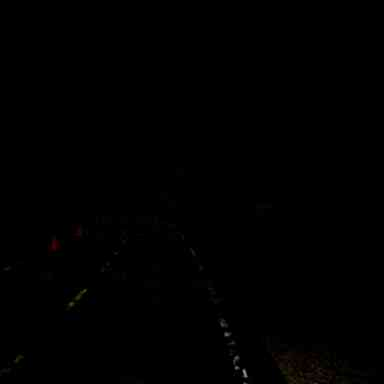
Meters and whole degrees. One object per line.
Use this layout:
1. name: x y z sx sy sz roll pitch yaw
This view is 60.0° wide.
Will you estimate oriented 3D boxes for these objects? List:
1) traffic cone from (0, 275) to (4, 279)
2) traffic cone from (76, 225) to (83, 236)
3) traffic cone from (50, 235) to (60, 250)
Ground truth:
1. traffic cone: -5.335 2.064 9.026 0.340 0.580 0.340 0 -1 -4
2. traffic cone: -6.347 2.169 18.790 0.340 0.580 0.340 0 -1 -8
3. traffic cone: -5.759 2.116 13.916 0.340 0.580 0.340 0 -1 -6
